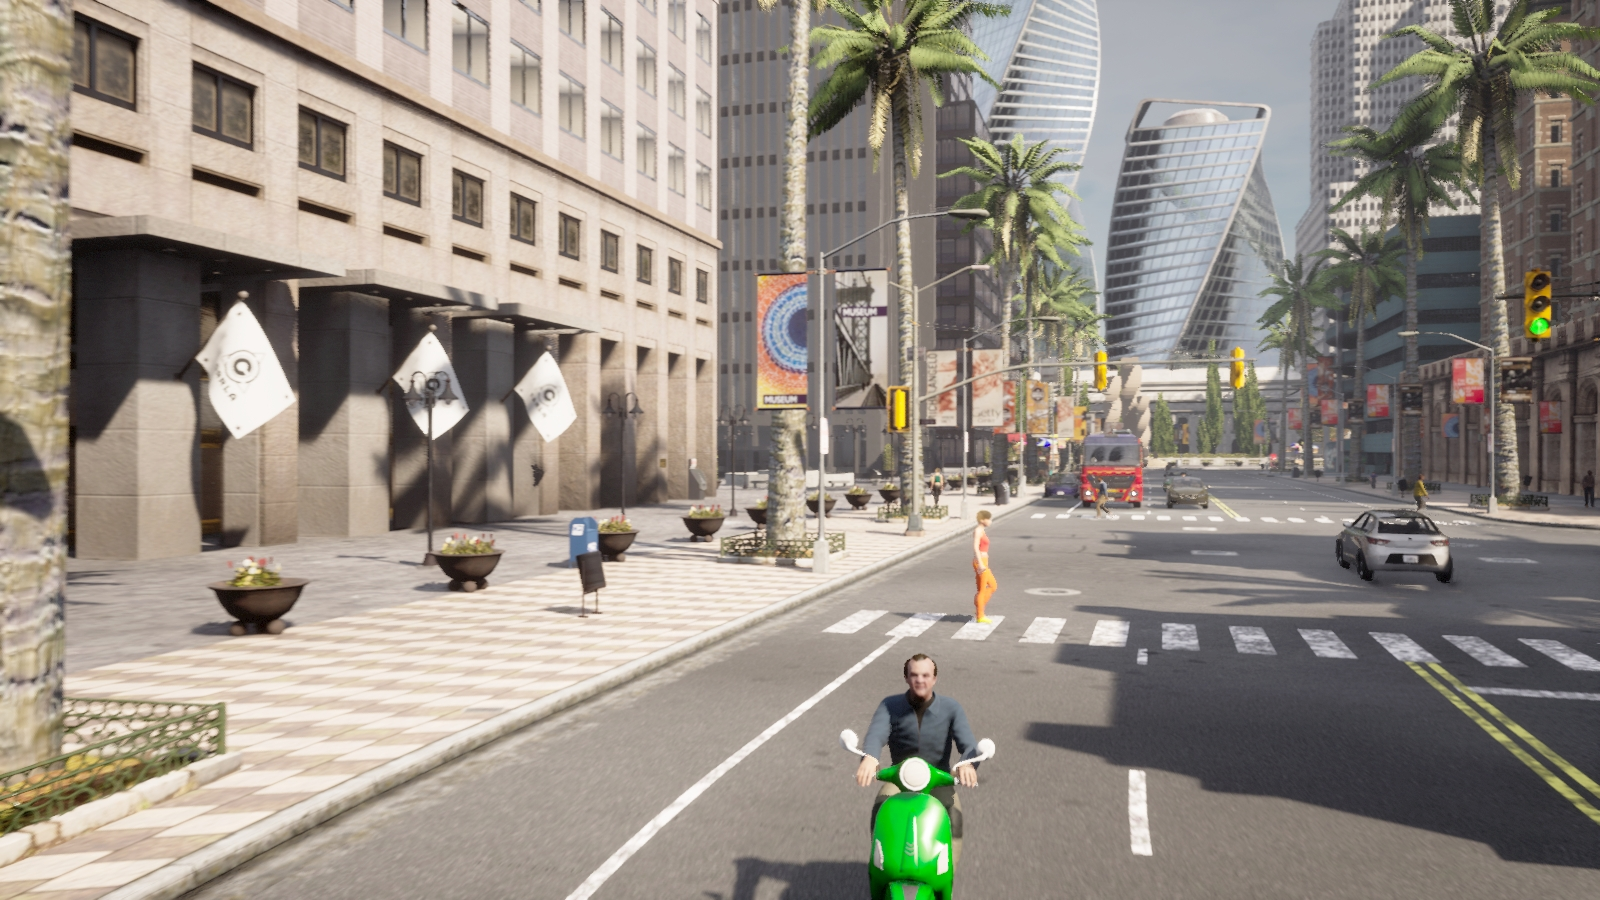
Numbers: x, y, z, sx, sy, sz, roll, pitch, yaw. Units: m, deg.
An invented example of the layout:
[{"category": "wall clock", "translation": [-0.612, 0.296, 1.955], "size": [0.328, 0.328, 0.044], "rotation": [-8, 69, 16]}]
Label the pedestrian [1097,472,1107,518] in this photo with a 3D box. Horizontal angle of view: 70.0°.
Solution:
[{"category": "pedestrian", "translation": [12.366, 1.854, 46.785], "size": [0.375, 1.860, 0.375], "rotation": [0, 0, 17]}]

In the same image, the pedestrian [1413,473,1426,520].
[{"category": "pedestrian", "translation": [24.620, 1.859, 45.433], "size": [0.375, 1.860, 0.375], "rotation": [0, 0, 13]}]

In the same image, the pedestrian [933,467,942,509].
[{"category": "pedestrian", "translation": [6.192, 1.699, 51.477], "size": [0.375, 1.860, 0.375], "rotation": [0, 0, 6]}]

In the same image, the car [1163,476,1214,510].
[{"category": "car", "translation": [18.967, 2.069, 56.002], "size": [2.231, 1.480, 4.892], "rotation": [0, 0, 17]}]

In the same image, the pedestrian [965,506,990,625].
[{"category": "pedestrian", "translation": [2.850, 1.849, 18.374], "size": [0.375, 1.860, 0.375], "rotation": [0, 0, 13]}]

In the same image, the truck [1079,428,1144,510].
[{"category": "truck", "translation": [15.868, 0.897, 57.807], "size": [2.891, 3.827, 8.468], "rotation": [0, 0, 17]}]

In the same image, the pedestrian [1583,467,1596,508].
[{"category": "pedestrian", "translation": [36.115, 1.710, 52.262], "size": [0.375, 1.860, 0.375], "rotation": [0, 0, 17]}]

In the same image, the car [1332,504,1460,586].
[{"category": "car", "translation": [13.346, 2.071, 25.812], "size": [1.816, 1.474, 4.193], "rotation": [0, 0, 17]}]

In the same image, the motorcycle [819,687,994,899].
[{"category": "motorcycle", "translation": [0.660, 2.182, 6.555], "size": [0.856, 1.236, 1.805], "rotation": [1, 0, 9]}]
